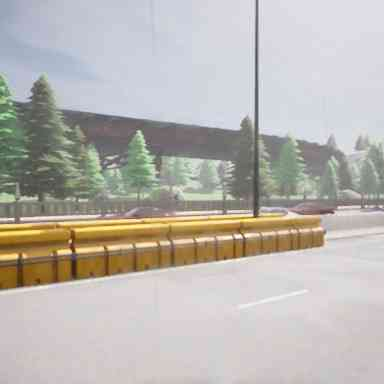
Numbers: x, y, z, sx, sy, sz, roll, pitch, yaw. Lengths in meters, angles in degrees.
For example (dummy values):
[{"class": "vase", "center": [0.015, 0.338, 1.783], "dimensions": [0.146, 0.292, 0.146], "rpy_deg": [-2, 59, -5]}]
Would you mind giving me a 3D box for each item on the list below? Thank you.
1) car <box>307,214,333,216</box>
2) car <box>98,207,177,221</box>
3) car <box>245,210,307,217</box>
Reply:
[{"class": "car", "center": [9.278, 1.585, 26.638], "dimensions": [5.008, 1.535, 1.882], "rpy_deg": [1, 0, -33]}, {"class": "car", "center": [-2.962, 1.562, 18.746], "dimensions": [4.674, 1.442, 1.812], "rpy_deg": [1, 0, -33]}, {"class": "car", "center": [4.239, 1.593, 19.238], "dimensions": [4.674, 1.442, 1.812], "rpy_deg": [1, 0, -33]}]
